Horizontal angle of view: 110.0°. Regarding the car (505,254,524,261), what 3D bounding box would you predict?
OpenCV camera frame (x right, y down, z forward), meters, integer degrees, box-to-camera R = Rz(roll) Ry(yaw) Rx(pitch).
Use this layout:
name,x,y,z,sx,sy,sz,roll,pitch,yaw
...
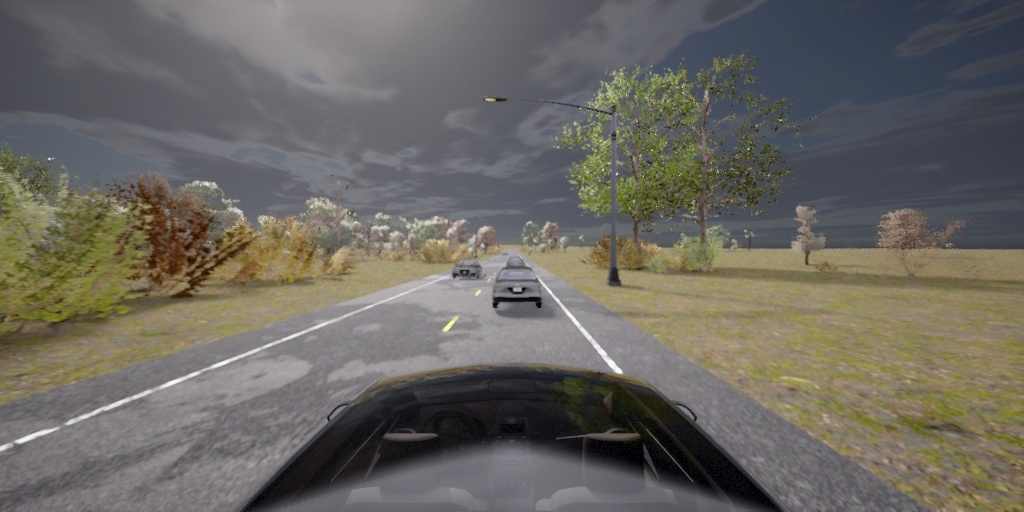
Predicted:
name,x,y,z,sx,sy,sz,roll,pitch,yaw
car,0.386,0.731,40.096,1.994,1.385,4.181,0,1,0

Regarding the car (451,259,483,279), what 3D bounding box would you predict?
name,x,y,z,sx,sy,sz,roll,pitch,yaw
car,-3.313,0.942,27.122,1.994,1.385,4.181,0,1,0

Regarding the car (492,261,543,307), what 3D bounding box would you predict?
name,x,y,z,sx,sy,sz,roll,pitch,yaw
car,0.177,1.112,14.301,2.033,1.411,5.357,0,1,0
